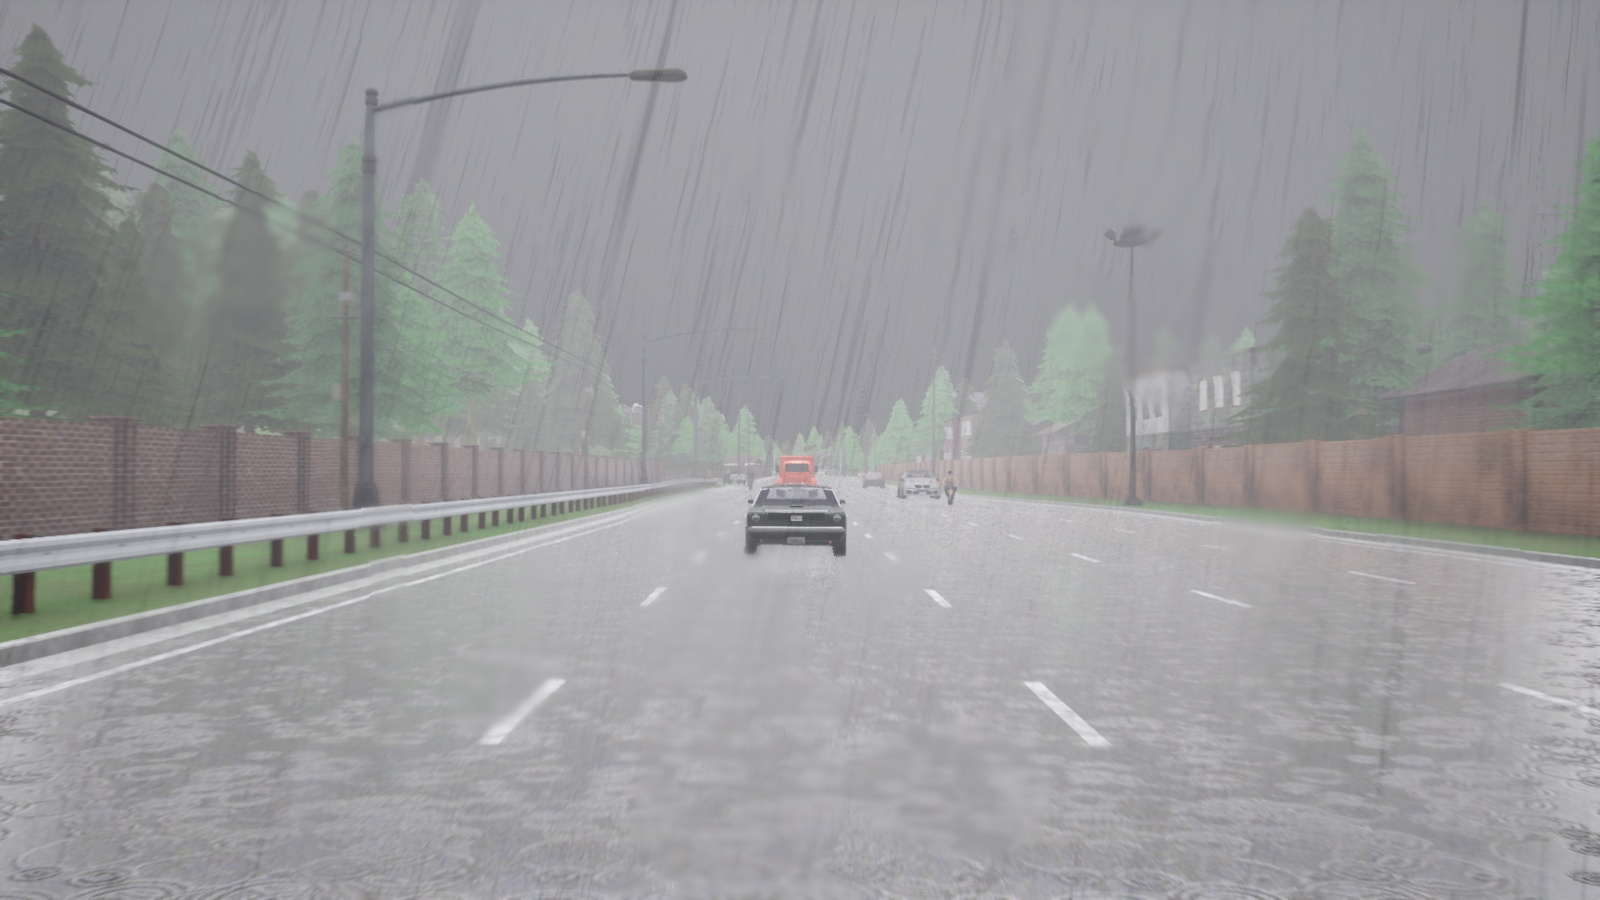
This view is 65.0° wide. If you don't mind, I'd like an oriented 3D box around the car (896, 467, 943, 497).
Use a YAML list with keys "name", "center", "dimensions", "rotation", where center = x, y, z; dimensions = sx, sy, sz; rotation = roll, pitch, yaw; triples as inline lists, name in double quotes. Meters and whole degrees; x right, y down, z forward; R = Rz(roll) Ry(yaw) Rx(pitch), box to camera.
- name: "car"
  center: [6.828, 1.838, 72.264]
  dimensions: [2.242, 1.667, 4.611]
  rotation: [0, -1, 0]

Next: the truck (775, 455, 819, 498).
- name: "truck"
  center: [-0.182, 1.605, 76.517]
  dimensions: [2.627, 2.467, 5.204]
  rotation: [0, -1, 0]

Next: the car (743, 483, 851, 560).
- name: "car"
  center: [-0.057, 1.323, 24.470]
  dimensions: [1.895, 1.301, 4.718]
  rotation: [0, -1, 0]
